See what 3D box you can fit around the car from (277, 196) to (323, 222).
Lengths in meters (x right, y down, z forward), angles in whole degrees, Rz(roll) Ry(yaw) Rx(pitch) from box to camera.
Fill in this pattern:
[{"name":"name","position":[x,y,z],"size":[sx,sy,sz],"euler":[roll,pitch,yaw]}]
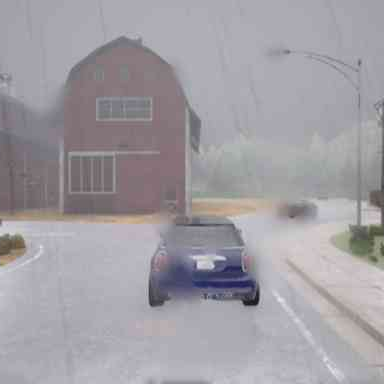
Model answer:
[{"name":"car","position":[8.067,1.317,25.126],"size":[1.882,1.535,5.008],"euler":[0,1,35]}]

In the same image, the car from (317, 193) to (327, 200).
[{"name":"car","position":[27.519,1.009,70.538],"size":[2.128,1.511,4.902],"euler":[0,0,17]}]

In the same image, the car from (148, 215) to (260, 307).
[{"name":"car","position":[0.193,1.319,8.090],"size":[2.097,1.767,4.553],"euler":[0,0,-1]}]

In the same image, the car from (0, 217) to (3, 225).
[{"name":"car","position":[-13.032,1.432,18.305],"size":[4.892,1.490,1.837],"euler":[0,0,3]}]
